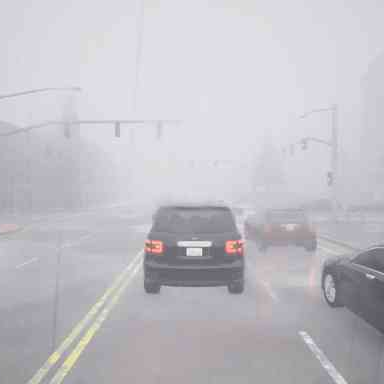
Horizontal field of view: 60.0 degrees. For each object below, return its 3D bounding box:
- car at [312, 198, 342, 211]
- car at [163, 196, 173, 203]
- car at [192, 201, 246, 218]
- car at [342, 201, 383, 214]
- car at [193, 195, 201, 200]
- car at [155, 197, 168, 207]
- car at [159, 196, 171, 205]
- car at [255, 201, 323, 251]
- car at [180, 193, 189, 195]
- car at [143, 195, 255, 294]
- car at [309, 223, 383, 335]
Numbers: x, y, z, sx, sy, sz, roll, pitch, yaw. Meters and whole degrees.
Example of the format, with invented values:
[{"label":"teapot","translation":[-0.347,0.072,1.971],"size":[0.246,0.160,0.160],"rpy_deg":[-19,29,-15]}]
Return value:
[{"label":"car","translation":[14.435,1.505,37.539],"size":[4.892,1.490,1.837],"rpy_deg":[0,0,-2]},{"label":"car","translation":[-5.079,1.553,71.188],"size":[1.994,1.385,4.181],"rpy_deg":[0,0,-1]},{"label":"car","translation":[2.355,1.526,29.843],"size":[4.674,1.442,1.812],"rpy_deg":[0,0,-3]},{"label":"car","translation":[18.485,1.601,34.147],"size":[4.718,1.301,1.895],"rpy_deg":[0,0,-2]},{"label":"car","translation":[1.461,1.553,90.341],"size":[1.994,1.385,4.181],"rpy_deg":[0,0,-1]},{"label":"car","translation":[-4.704,1.526,51.917],"size":[1.812,1.442,4.674],"rpy_deg":[0,0,-1]},{"label":"car","translation":[-4.904,1.478,61.307],"size":[1.882,1.535,5.008],"rpy_deg":[0,0,-1]},{"label":"car","translation":[3.535,1.352,14.138],"size":[2.097,1.767,4.553],"rpy_deg":[0,0,0]},{"label":"car","translation":[-1.795,1.496,80.194],"size":[1.837,1.490,4.892],"rpy_deg":[0,0,-1]},{"label":"car","translation":[0.053,1.221,8.960],"size":[2.150,2.045,5.566],"rpy_deg":[0,0,0]},{"label":"car","translation":[3.607,1.505,5.057],"size":[1.837,1.490,4.892],"rpy_deg":[0,0,0]}]
